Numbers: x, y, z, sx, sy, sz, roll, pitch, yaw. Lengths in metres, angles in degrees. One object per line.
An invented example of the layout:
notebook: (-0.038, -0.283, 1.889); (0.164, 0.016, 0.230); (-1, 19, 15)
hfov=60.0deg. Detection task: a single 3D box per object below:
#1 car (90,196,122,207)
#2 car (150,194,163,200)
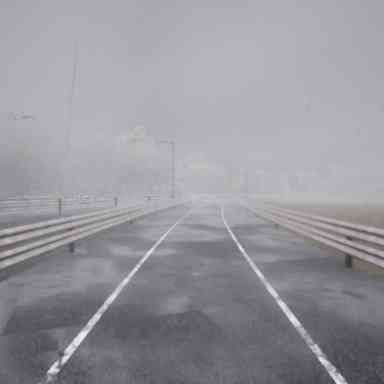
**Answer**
car: (-11.847, 1.238, 44.814); (2.128, 1.511, 4.902); (0, 0, 15)
car: (-8.674, 1.185, 81.046); (2.097, 1.767, 4.553); (0, 0, 18)
